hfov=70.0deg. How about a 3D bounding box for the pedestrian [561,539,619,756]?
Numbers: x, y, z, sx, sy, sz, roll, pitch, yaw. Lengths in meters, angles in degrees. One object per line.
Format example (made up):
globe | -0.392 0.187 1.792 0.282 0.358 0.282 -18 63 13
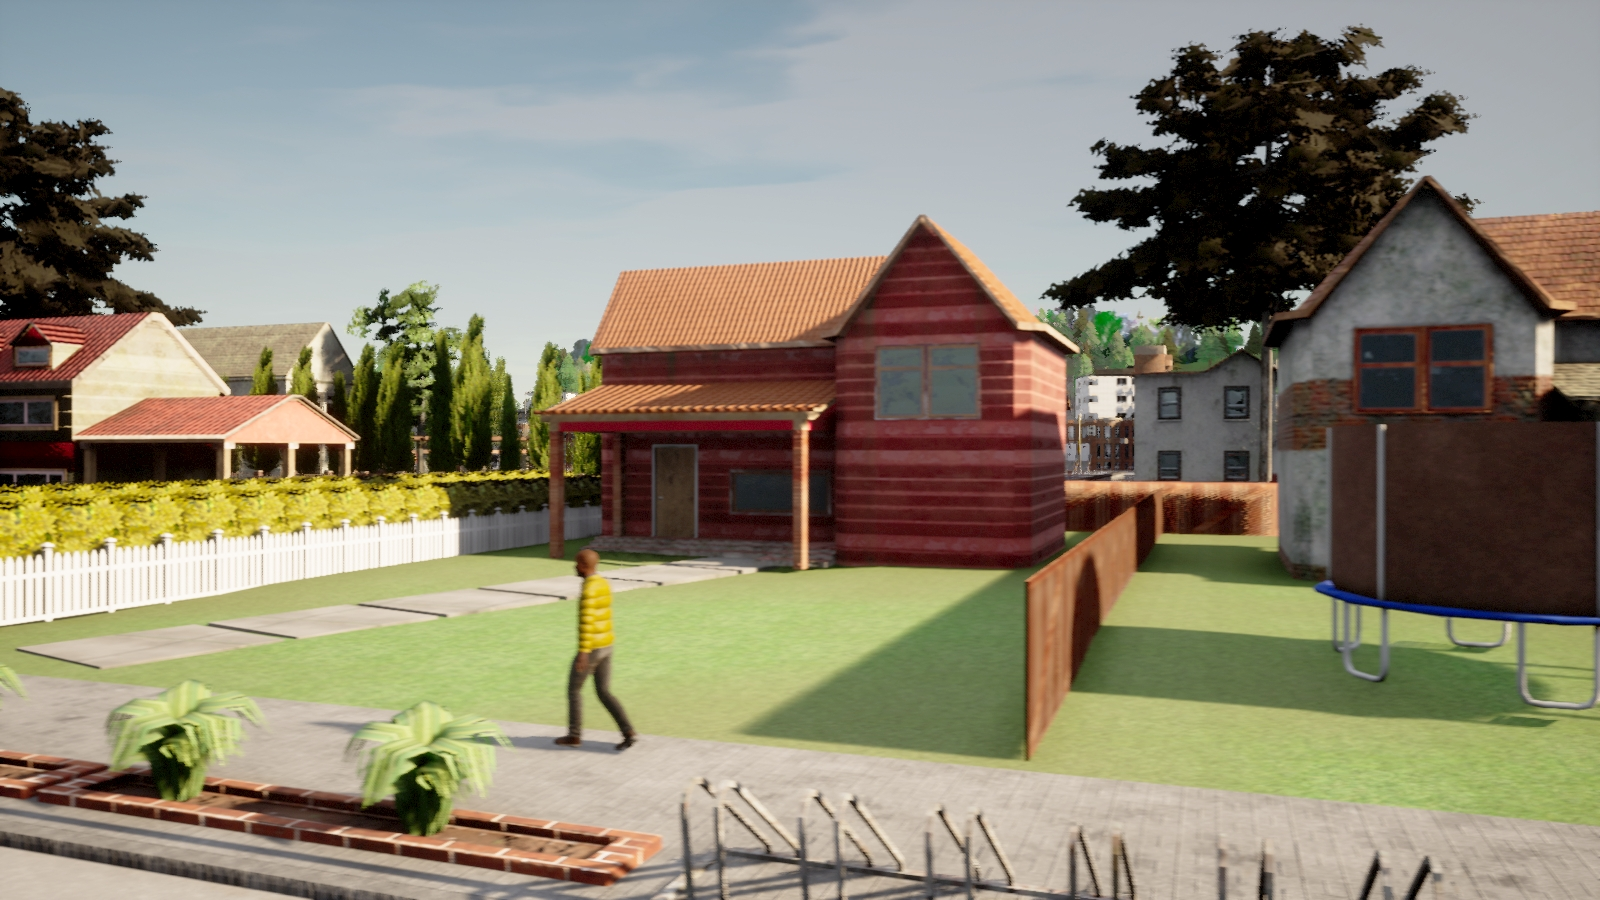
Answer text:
pedestrian | -1.876 1.740 10.218 0.375 1.860 0.375 0 0 19
